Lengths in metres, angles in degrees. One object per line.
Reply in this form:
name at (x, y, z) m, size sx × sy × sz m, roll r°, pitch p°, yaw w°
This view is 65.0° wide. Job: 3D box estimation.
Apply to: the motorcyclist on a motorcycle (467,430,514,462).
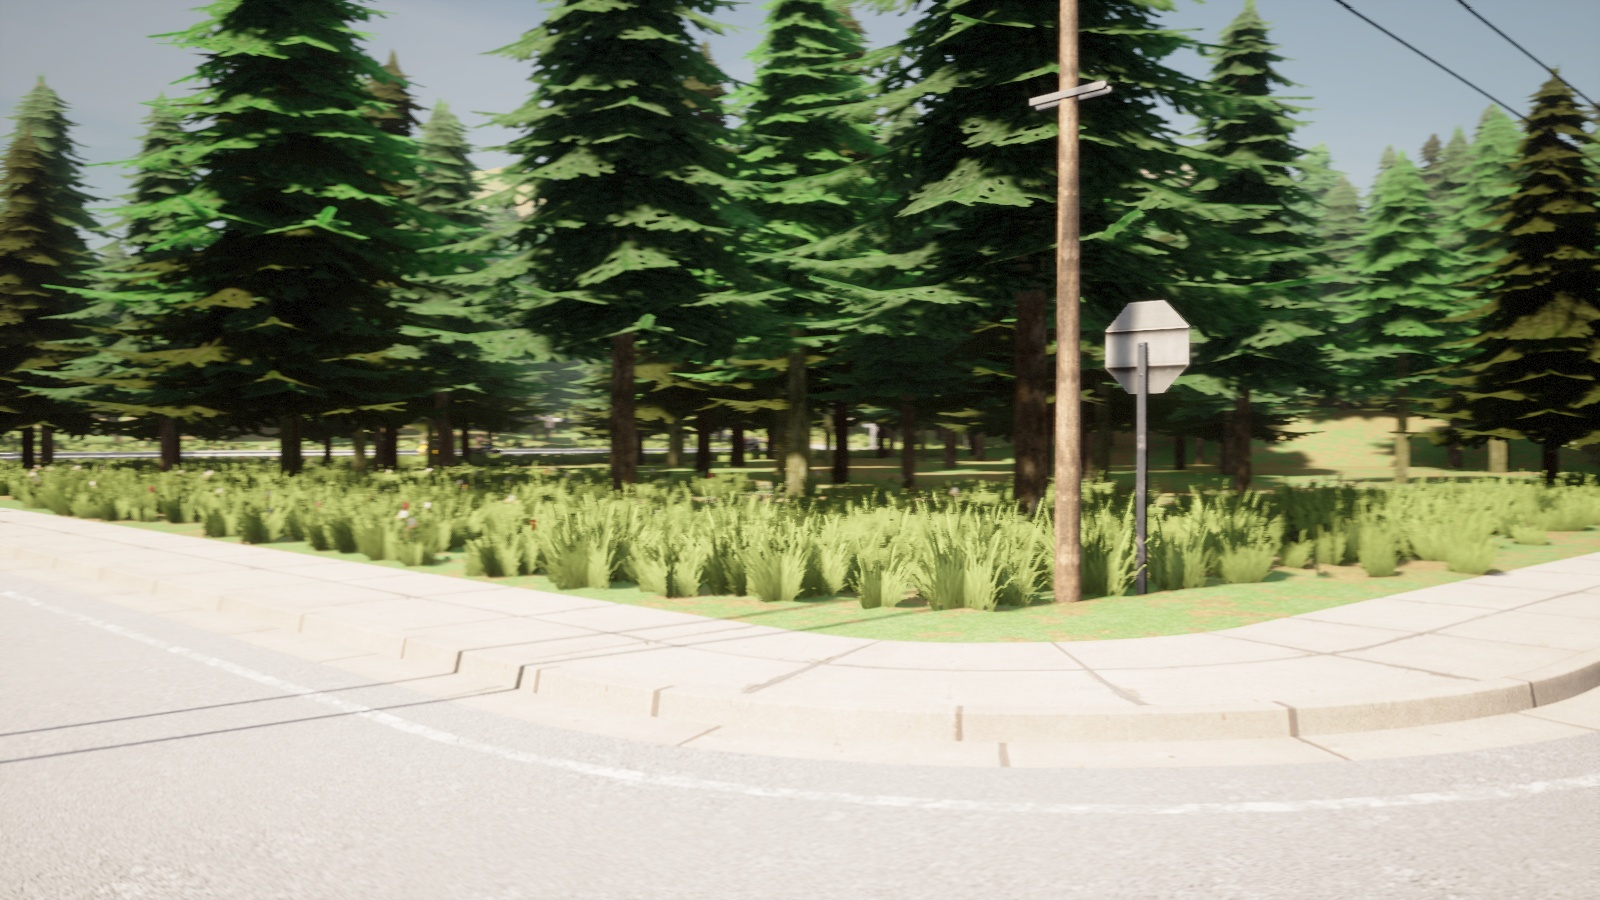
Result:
motorcyclist on a motorcycle at (-16.398, -0.220, 66.493) m, size 0.766 × 1.649 × 2.350 m, roll 1°, pitch 1°, yaw 45°
